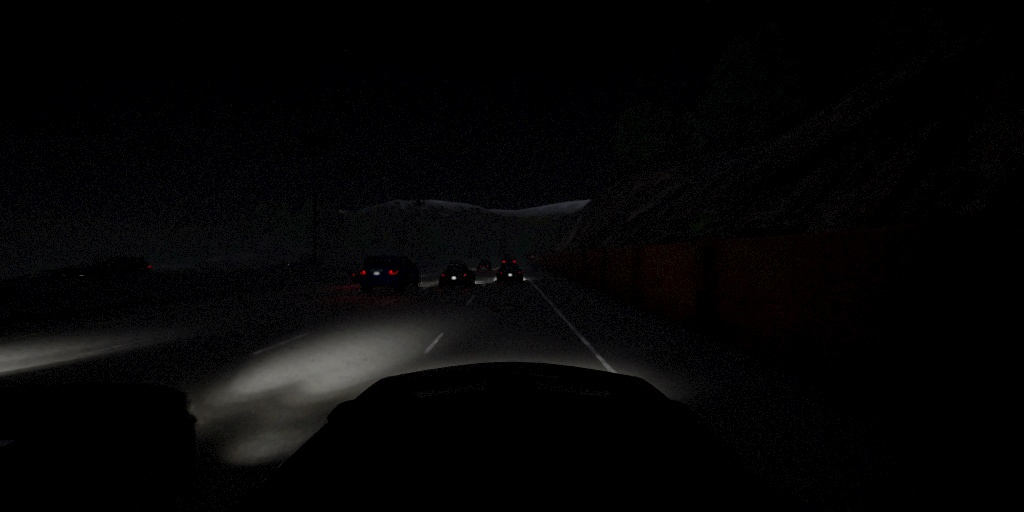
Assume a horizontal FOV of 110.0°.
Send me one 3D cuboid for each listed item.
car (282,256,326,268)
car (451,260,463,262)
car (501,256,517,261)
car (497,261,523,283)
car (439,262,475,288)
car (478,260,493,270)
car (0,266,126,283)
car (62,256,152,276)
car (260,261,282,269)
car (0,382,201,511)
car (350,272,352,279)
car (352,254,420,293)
[{"bbox_3d":[-24.979,1.021,43.762,2.150,2.045,5.566,0,0,0],"label":"car"},{"bbox_3d":[-7.367,1.276,48.119,1.837,1.490,4.892,0,0,-1],"label":"car"},{"bbox_3d":[-0.428,0.981,53.724,2.150,2.045,5.566,0,0,-1],"label":"car"},{"bbox_3d":[-0.158,1.319,27.780,1.994,1.385,4.181,0,0,-1],"label":"car"},{"bbox_3d":[-3.601,1.324,24.048,1.994,1.385,4.181,0,0,-1],"label":"car"},{"bbox_3d":[-3.904,1.271,51.768,1.837,1.490,4.892,0,0,-1],"label":"car"},{"bbox_3d":[-21.207,1.352,16.567,1.994,1.385,4.181,0,0,0],"label":"car"},{"bbox_3d":[-31.833,1.034,28.248,2.150,2.045,5.566,0,0,0],"label":"car"},{"bbox_3d":[-28.456,1.332,43.658,1.812,1.442,4.674,0,0,0],"label":"car"},{"bbox_3d":[-3.416,1.247,0.859,2.128,1.511,4.902,0,0,0],"label":"car"},{"bbox_3d":[-10.626,1.374,27.794,1.895,1.301,4.718,0,0,-1],"label":"car"},{"bbox_3d":[-7.026,0.987,21.146,2.150,2.045,5.566,0,0,-1],"label":"car"}]
